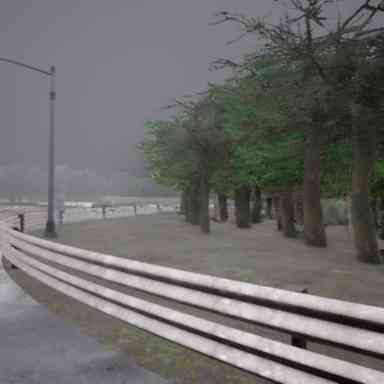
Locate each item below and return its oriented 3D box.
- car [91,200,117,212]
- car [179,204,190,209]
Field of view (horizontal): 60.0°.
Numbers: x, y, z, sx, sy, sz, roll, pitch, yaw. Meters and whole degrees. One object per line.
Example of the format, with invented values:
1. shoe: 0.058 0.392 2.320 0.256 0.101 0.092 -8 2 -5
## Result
1. car: -16.352 2.618 62.292 2.150 2.045 5.566 0 -1 24
2. car: -1.915 3.658 89.799 2.097 1.767 4.553 0 -1 22
